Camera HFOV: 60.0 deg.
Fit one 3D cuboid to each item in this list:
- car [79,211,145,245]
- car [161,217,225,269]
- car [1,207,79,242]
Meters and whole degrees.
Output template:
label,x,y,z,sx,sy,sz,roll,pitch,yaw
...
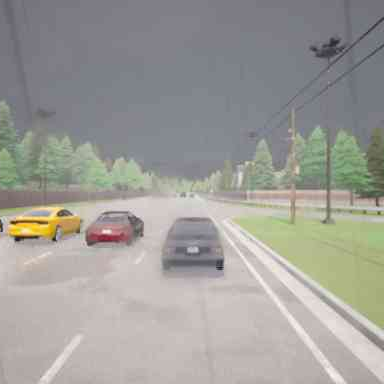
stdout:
label,x,y,z,sx,sy,sz,roll,pitch,yaw
car,-3.422,1.566,15.433,1.994,1.385,4.181,0,0,0
car,0.046,1.549,11.119,2.033,1.411,5.357,0,0,0
car,-6.919,1.480,16.384,1.882,1.535,5.008,0,0,0
